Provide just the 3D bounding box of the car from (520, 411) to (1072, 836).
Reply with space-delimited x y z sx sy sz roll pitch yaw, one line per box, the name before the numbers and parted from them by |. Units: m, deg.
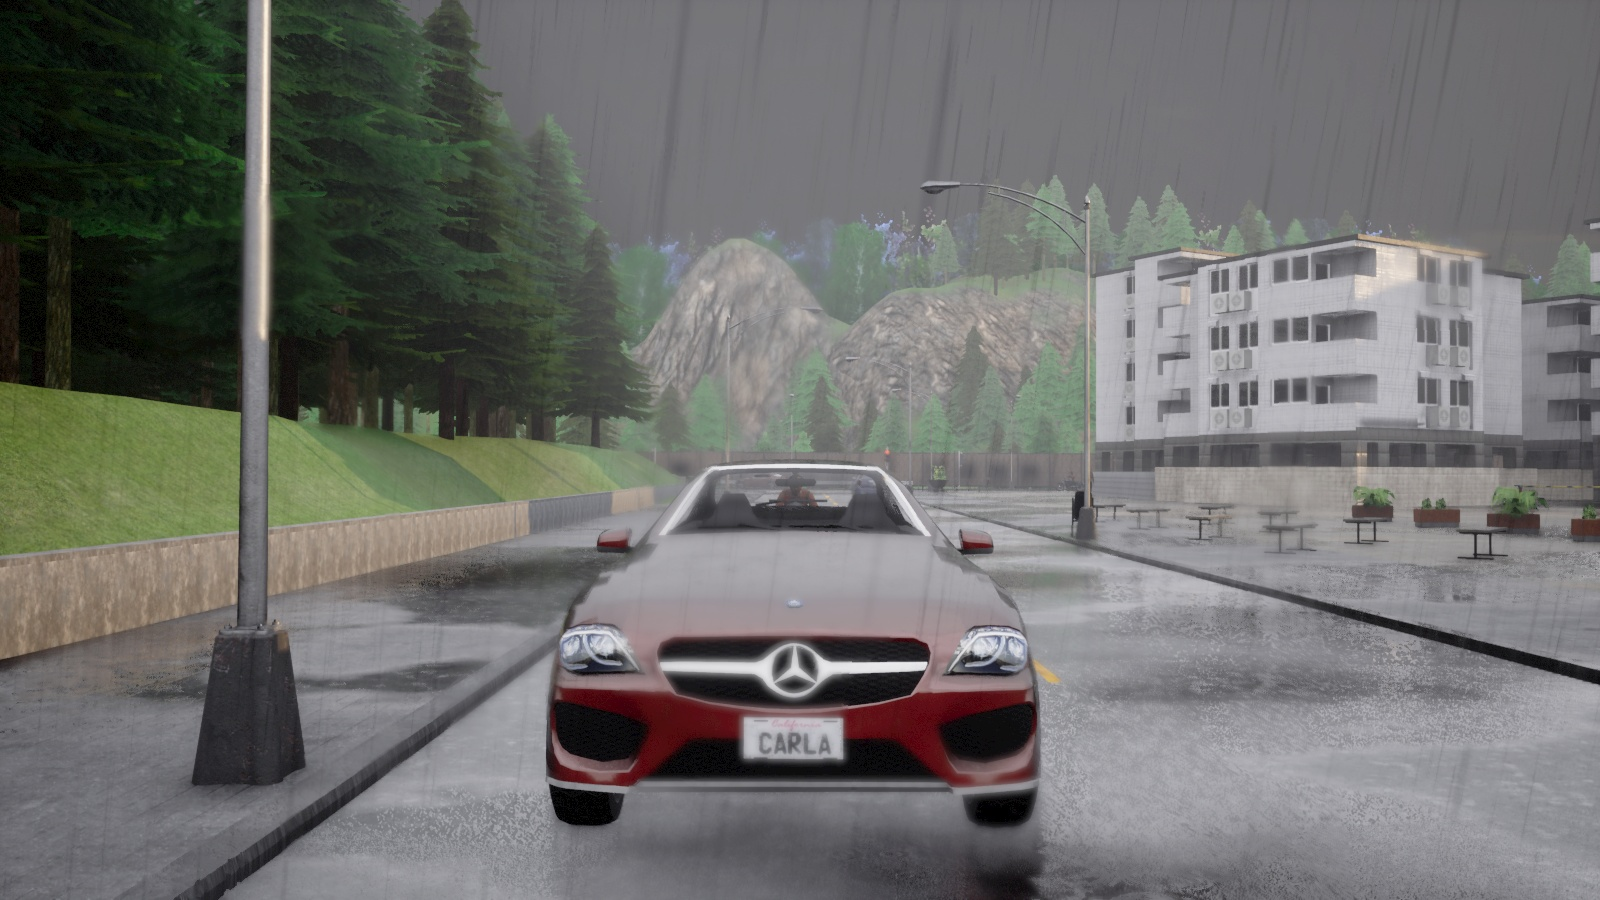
car | -0.022 0.718 7.419 2.152 1.651 5.027 0 -1 0
